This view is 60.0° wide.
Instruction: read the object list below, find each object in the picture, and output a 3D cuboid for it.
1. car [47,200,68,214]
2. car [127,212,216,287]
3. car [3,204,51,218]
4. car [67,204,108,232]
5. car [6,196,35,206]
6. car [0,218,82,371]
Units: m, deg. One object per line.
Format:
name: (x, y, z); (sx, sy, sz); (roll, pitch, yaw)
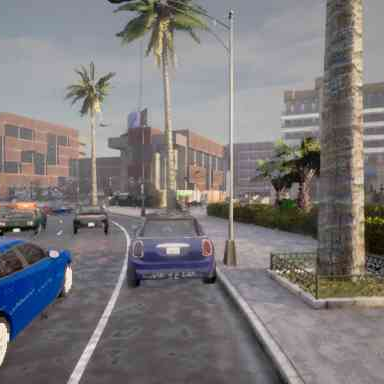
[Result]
car: (-14.151, 1.554, 34.917); (1.994, 1.385, 4.181); (0, 0, -38)
car: (-0.703, 1.352, 9.627); (2.097, 1.767, 4.553); (0, 0, -7)
car: (-9.259, 1.594, 18.459); (1.895, 1.301, 4.718); (0, 0, -17)
car: (-6.027, 1.488, 19.757); (2.128, 1.511, 4.902); (0, 0, -18)
car: (-16.773, 1.338, 32.610); (2.097, 1.767, 4.553); (0, 0, -38)
car: (-3.427, 1.475, 5.418); (1.882, 1.535, 5.008); (0, 0, -5)
